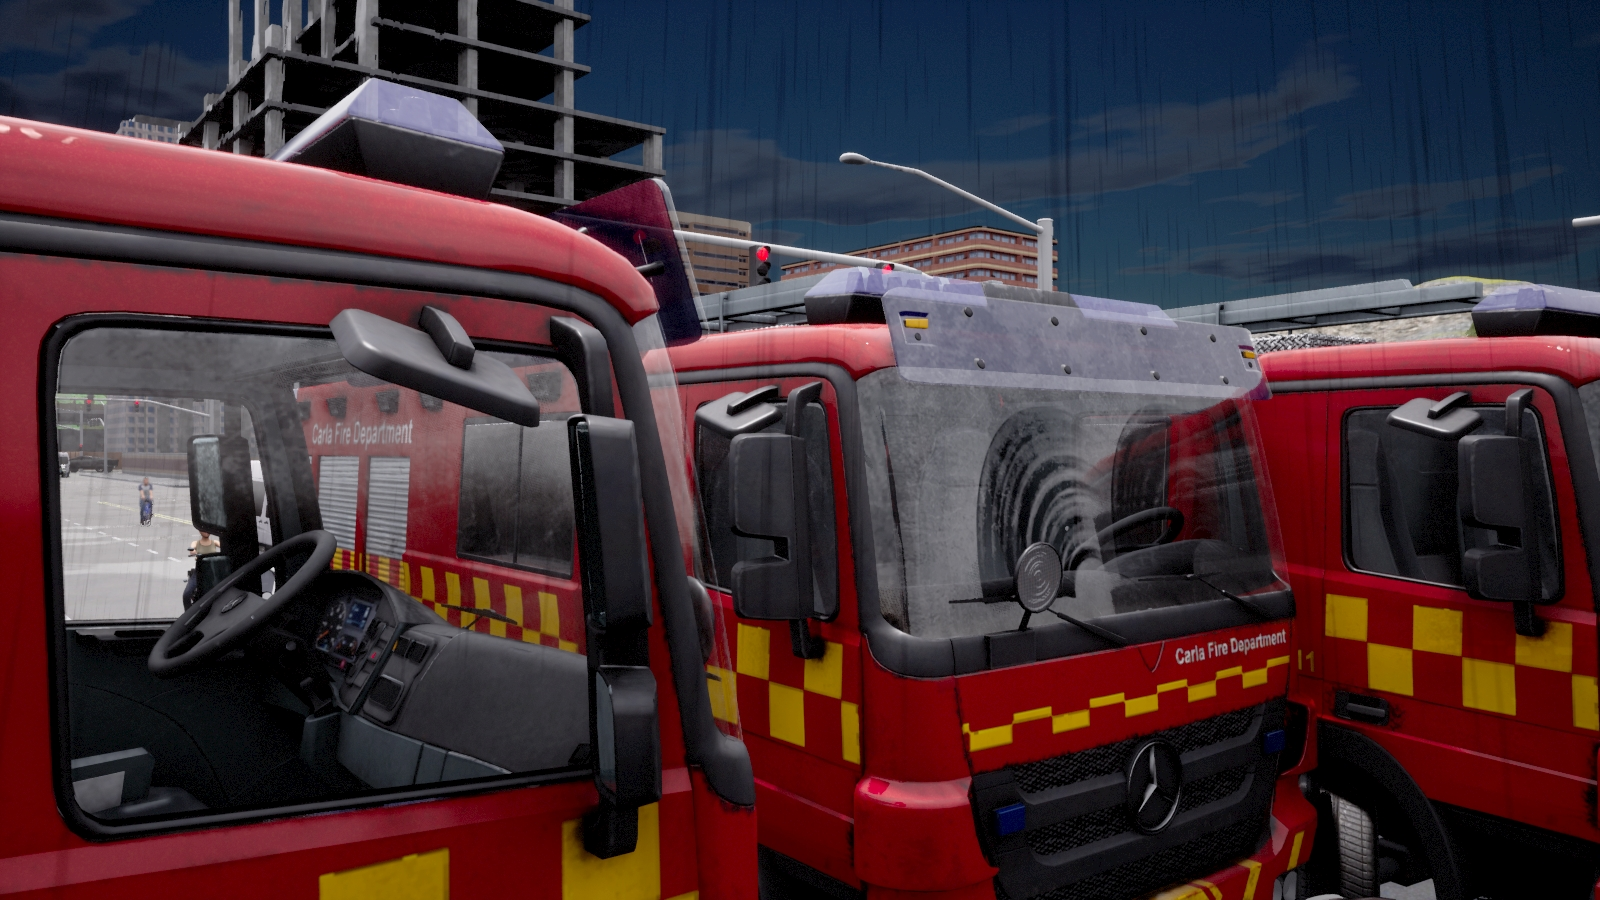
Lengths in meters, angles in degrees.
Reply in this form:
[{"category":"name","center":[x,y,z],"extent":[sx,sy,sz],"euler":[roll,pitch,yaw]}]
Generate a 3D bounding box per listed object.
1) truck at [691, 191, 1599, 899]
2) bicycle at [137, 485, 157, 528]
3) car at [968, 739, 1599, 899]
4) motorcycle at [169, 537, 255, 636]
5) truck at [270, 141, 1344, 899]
[{"category":"truck","center":[2.348,0.890,8.605],"extent":[2.891,3.827,8.468],"euler":[0,0,-31]},{"category":"bicycle","center":[-23.804,2.056,41.629],"extent":[0.373,1.496,1.643],"euler":[0,0,-39]},{"category":"car","center":[2.437,2.065,3.109],"extent":[1.970,1.475,3.806],"euler":[0,0,-30]},{"category":"motorcycle","center":[-9.533,2.155,18.464],"extent":[0.764,1.307,2.356],"euler":[0,0,-39]},{"category":"truck","center":[-1.099,0.890,8.003],"extent":[2.891,3.827,8.468],"euler":[0,0,-38]}]
